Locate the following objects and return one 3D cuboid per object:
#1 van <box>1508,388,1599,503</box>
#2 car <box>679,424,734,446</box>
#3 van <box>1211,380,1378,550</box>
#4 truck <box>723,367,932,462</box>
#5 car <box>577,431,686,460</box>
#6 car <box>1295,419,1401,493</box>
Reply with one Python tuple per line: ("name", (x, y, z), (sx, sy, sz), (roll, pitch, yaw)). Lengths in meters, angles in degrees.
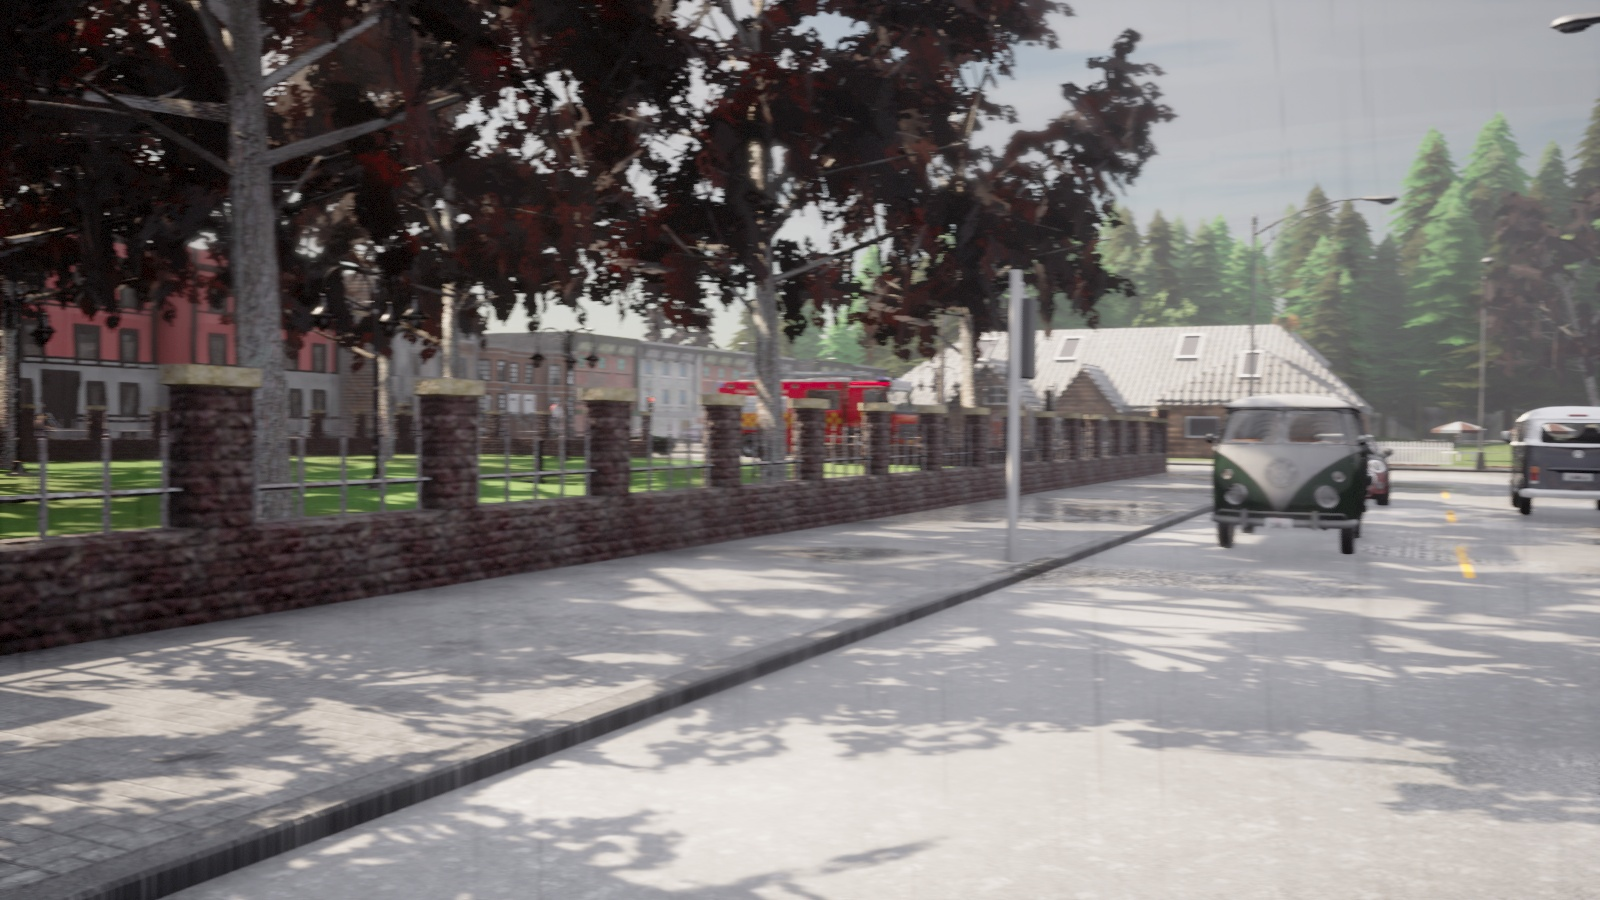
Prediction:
("van", (14.965, -0.126, 24.248), (2.069, 2.038, 4.480), (0, 1, 27))
("car", (-7.289, -1.187, 98.397), (2.033, 1.649, 4.856), (0, 1, 27))
("van", (6.831, 0.134, 17.063), (1.775, 1.987, 4.442), (0, 1, 26))
("truck", (1.155, -1.468, 53.779), (8.468, 3.827, 2.891), (0, 1, 26))
("car", (-7.842, -0.201, 58.305), (4.718, 1.301, 1.895), (0, 1, 26))
("car", (11.930, 0.087, 27.223), (1.970, 1.475, 3.806), (0, 1, 25))
